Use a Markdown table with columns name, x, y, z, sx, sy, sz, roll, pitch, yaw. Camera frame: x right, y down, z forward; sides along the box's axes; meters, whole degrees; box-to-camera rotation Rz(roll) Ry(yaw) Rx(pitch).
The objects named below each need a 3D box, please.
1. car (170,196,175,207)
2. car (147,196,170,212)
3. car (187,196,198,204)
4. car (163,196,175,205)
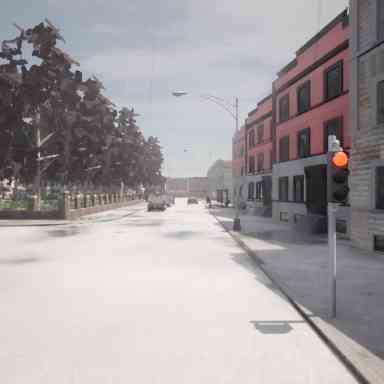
| name | x | y | z | sx | sy | sz | roll | pitch | yaw |
| --- | --- | --- | --- | --- | --- | --- | --- | --- | --- |
| car | -4.074 | 1.547 | 49.223 | 2.033 | 1.411 | 5.357 | 0 | 0 | 0 |
| car | -4.080 | 1.478 | 39.323 | 1.882 | 1.535 | 5.008 | 0 | 0 | 0 |
| car | 0.141 | 1.526 | 61.218 | 1.812 | 1.442 | 4.674 | 0 | 0 | 0 |
| car | -4.039 | 1.505 | 59.622 | 1.837 | 1.490 | 4.892 | 0 | 0 | 0 |
